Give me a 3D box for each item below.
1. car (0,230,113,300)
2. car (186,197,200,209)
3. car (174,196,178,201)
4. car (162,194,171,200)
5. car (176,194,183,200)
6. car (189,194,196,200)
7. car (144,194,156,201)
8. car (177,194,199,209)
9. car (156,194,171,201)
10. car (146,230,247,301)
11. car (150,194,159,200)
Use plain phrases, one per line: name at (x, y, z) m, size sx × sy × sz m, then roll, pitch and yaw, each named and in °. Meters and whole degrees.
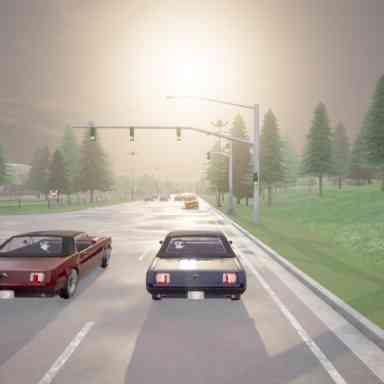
car at (-3.404, 1.601, 8.354) m, size 1.895 × 1.301 × 4.718 m, roll 0°, pitch 0°, yaw 0°
car at (0.098, 1.591, 49.966) m, size 2.033 × 1.411 × 5.357 m, roll 0°, pitch 2°, yaw 0°
car at (-3.339, 1.544, 81.012) m, size 1.994 × 1.385 × 4.181 m, roll 0°, pitch 0°, yaw 0°
car at (-6.819, 1.372, 91.022) m, size 2.033 × 1.411 × 5.357 m, roll 0°, pitch 0°, yaw 0°
car at (-3.319, 1.356, 91.015) m, size 1.812 × 1.442 × 4.674 m, roll 0°, pitch 0°, yaw 0°
car at (0.181, 1.372, 91.008) m, size 2.033 × 1.411 × 5.357 m, roll 0°, pitch 0°, yaw 0°
car at (-10.340, 1.531, 80.609) m, size 2.033 × 1.411 × 5.357 m, roll 0°, pitch 0°, yaw 0°
car at (-0.353, 1.056, 46.584) m, size 1.882 × 1.535 × 5.008 m, roll -11°, pitch 17°, yaw -7°
car at (-6.840, 1.531, 80.602) m, size 2.033 × 1.411 × 5.357 m, roll 0°, pitch 0°, yaw 0°
car at (0.096, 1.601, 8.301) m, size 1.895 × 1.301 × 4.718 m, roll 0°, pitch 0°, yaw 0°
car at (-10.319, 1.332, 91.029) m, size 1.837 × 1.490 × 4.892 m, roll 0°, pitch 0°, yaw 0°
